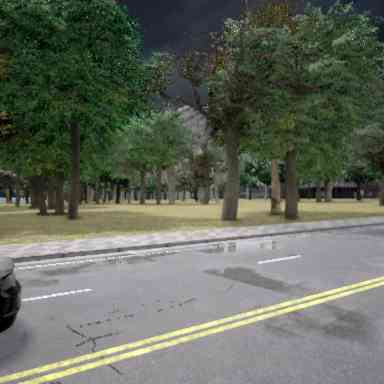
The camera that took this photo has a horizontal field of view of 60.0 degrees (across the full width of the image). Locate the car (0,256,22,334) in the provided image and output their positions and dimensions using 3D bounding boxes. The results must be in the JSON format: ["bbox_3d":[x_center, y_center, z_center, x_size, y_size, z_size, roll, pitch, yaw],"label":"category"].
[{"bbox_3d":[-4.940,1.478,4.151,5.008,1.535,1.882,0,0,-33],"label":"car"}]
